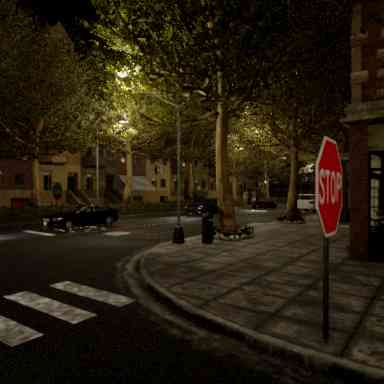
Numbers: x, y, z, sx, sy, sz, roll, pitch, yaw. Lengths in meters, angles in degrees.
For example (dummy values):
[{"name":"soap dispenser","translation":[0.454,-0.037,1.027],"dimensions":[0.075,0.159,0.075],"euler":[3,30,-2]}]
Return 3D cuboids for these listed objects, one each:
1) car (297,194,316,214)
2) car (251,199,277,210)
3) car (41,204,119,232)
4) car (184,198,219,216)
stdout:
[{"name":"car","translation":[12.748,1.225,35.778],"dimensions":[2.435,2.045,5.566],"euler":[0,0,36]},{"name":"car","translation":[9.181,1.557,42.146],"dimensions":[1.994,1.385,4.181],"euler":[0,0,36]},{"name":"car","translation":[-6.714,1.486,20.426],"dimensions":[2.128,1.511,4.902],"euler":[0,0,36]},{"name":"car","translation":[1.211,1.346,31.293],"dimensions":[2.097,1.767,4.553],"euler":[0,0,36]}]
